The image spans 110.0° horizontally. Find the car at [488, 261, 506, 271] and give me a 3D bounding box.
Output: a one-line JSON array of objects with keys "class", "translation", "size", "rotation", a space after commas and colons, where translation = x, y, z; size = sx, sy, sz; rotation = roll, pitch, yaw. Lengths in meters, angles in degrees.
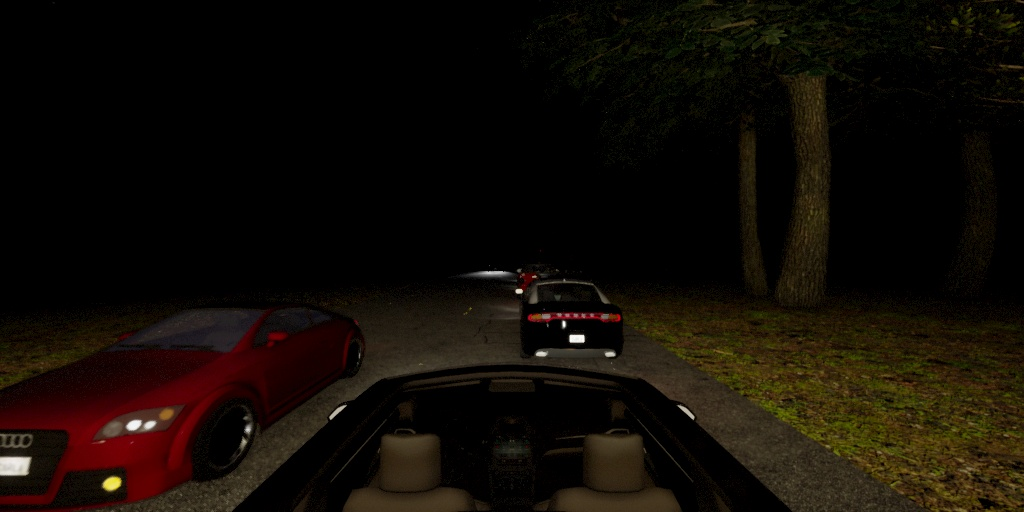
[{"class": "car", "translation": [-1.947, 1.281, 46.837], "size": [1.895, 1.301, 4.718], "rotation": [0, 0, 4]}]

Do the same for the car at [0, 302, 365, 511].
[{"class": "car", "translation": [-3.554, 1.312, 4.547], "size": [1.994, 1.385, 4.181], "rotation": [0, 0, 1]}]

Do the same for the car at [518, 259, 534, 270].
[{"class": "car", "translation": [2.017, 1.225, 50.941], "size": [2.033, 1.411, 5.357], "rotation": [0, 0, 4]}]

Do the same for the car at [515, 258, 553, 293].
[{"class": "car", "translation": [1.329, 1.082, 18.370], "size": [2.097, 1.767, 4.553], "rotation": [0, 0, 2]}]

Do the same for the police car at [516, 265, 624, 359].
[{"class": "police car", "translation": [1.119, 1.169, 8.549], "size": [1.930, 1.638, 5.238], "rotation": [0, 0, 1]}]
